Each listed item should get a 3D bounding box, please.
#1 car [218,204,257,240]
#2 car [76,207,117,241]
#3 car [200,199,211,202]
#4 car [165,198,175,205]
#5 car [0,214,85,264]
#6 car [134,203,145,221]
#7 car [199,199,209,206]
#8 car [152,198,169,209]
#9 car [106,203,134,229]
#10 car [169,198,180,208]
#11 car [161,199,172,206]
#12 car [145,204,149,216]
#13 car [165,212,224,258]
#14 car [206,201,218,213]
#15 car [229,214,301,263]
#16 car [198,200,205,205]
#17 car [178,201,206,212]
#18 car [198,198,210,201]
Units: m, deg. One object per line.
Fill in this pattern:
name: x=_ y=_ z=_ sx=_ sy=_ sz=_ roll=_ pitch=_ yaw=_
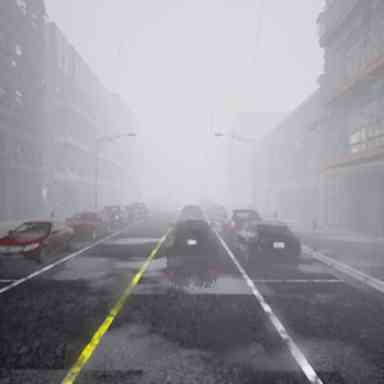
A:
car: x=2.688 y=1.649 z=18.063 sx=1.967 sy=1.590 sz=4.097 roll=0 pitch=-1 yaw=0
car: x=-5.694 y=1.754 z=18.062 sx=1.887 sy=1.381 sz=4.507 roll=0 pitch=-1 yaw=0
car: x=2.328 y=2.071 z=45.531 sx=1.812 sy=1.442 sz=4.674 roll=0 pitch=-1 yaw=0
car: x=-5.729 y=2.415 z=86.338 sx=2.192 sy=1.841 sz=5.009 roll=0 pitch=-1 yaw=0
car: x=-5.691 y=1.725 z=12.371 sx=1.802 sy=1.307 sz=4.206 roll=0 pitch=-1 yaw=0
car: x=-5.700 y=1.891 z=29.440 sx=1.887 sy=1.381 sz=4.507 roll=0 pitch=-1 yaw=0
car: x=2.656 y=2.381 z=74.960 sx=1.967 sy=1.590 sz=4.097 roll=0 pitch=-1 yaw=0
car: x=-5.714 y=2.023 z=57.890 sx=2.192 sy=1.841 sz=5.009 roll=0 pitch=-1 yaw=0
car: x=-5.696 y=1.718 z=23.753 sx=1.967 sy=1.590 sz=4.097 roll=0 pitch=-1 yaw=0
car: x=-3.039 y=2.360 z=65.674 sx=2.033 sy=1.411 sz=5.357 roll=0 pitch=-1 yaw=0
car: x=-5.724 y=2.381 z=74.958 sx=1.967 sy=1.590 sz=4.097 roll=0 pitch=-1 yaw=0
car: x=-5.702 y=1.856 z=35.130 sx=1.967 sy=1.590 sz=4.097 roll=0 pitch=-1 yaw=0
car: x=0.015 y=1.719 z=13.414 sx=1.994 sy=1.385 sz=4.181 roll=0 pitch=-1 yaw=0
car: x=2.678 y=1.943 z=35.300 sx=1.752 sy=1.417 sz=4.829 roll=0 pitch=-1 yaw=0
car: x=2.690 y=1.708 z=12.372 sx=1.947 sy=1.339 sz=4.313 roll=0 pitch=-1 yaw=0
car: x=2.646 y=2.764 z=92.027 sx=1.802 sy=1.307 sz=4.206 roll=0 pitch=-1 yaw=0
car: x=0.012 y=1.821 z=29.222 sx=1.882 sy=1.535 sz=5.008 roll=0 pitch=0 yaw=0
car: x=2.663 y=2.099 z=63.582 sx=2.192 sy=1.841 sz=5.009 roll=0 pitch=-1 yaw=0
